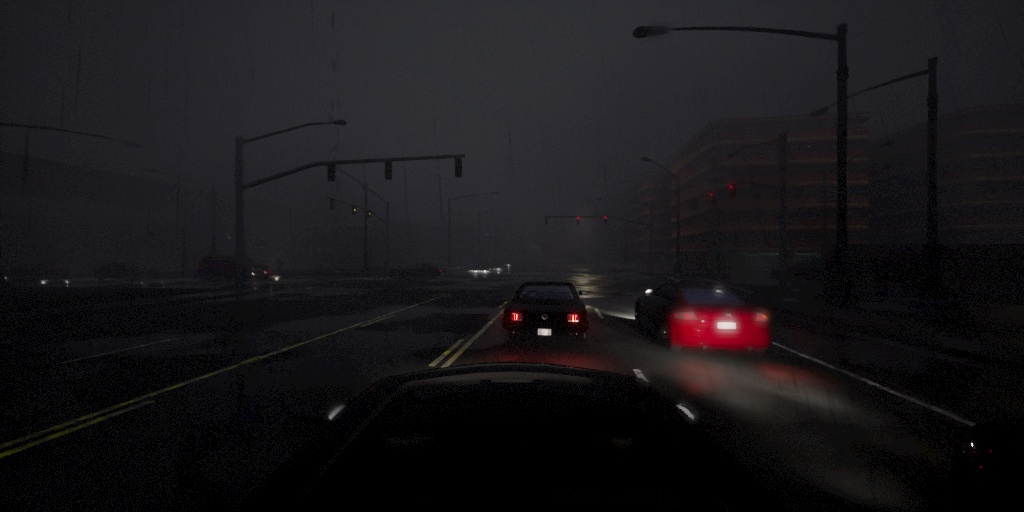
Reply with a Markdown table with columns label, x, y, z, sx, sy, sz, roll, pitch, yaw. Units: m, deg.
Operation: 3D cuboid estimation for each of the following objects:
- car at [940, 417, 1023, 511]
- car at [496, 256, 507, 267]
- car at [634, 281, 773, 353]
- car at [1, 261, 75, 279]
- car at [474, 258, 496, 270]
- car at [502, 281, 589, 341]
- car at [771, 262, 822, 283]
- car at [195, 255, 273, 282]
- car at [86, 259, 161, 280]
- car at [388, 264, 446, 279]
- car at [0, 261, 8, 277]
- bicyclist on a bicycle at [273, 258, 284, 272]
| label | x | y | z | sx | sy | sz | roll | pitch | yaw |
| --- | --- | --- | --- | --- | --- | --- | --- | --- | --- |
| car | 3.640 | 1.242 | 0.209 | 2.128 | 1.511 | 4.902 | 0 | 0 | 1 |
| car | -2.499 | 1.064 | 58.569 | 1.895 | 1.301 | 4.718 | 0 | 1 | 8 |
| car | 4.405 | 1.314 | 8.921 | 1.994 | 1.385 | 4.181 | 0 | 0 | 7 |
| car | -41.836 | 1.351 | 31.600 | 4.718 | 1.301 | 1.895 | 0 | 0 | 12 |
| car | -3.851 | 1.176 | 48.715 | 1.994 | 1.385 | 4.181 | 0 | 1 | 8 |
| car | 1.002 | 1.351 | 9.923 | 1.895 | 1.301 | 4.718 | 0 | 0 | 8 |
| car | 22.819 | 1.228 | 27.585 | 5.008 | 1.535 | 1.882 | 0 | 0 | 7 |
| car | -22.499 | 0.971 | 29.093 | 5.566 | 2.045 | 2.150 | 0 | 0 | 7 |
| car | -32.430 | 1.228 | 30.270 | 5.008 | 1.535 | 1.882 | 0 | 0 | 7 |
| car | -8.238 | 1.333 | 31.169 | 4.718 | 1.301 | 1.895 | -1 | 0 | 7 |
| car | -51.148 | 1.276 | 35.282 | 4.674 | 1.442 | 1.812 | 0 | 0 | 35 |
| bicyclist on a bicycle | -26.397 | 1.053 | 40.606 | 0.582 | 1.620 | 1.656 | 0 | 0 | 7 |
